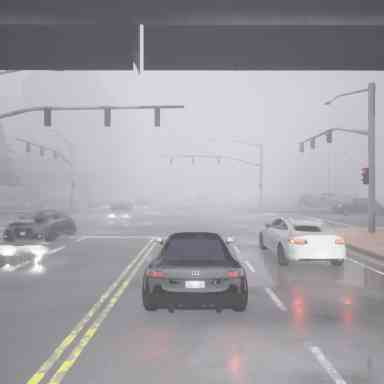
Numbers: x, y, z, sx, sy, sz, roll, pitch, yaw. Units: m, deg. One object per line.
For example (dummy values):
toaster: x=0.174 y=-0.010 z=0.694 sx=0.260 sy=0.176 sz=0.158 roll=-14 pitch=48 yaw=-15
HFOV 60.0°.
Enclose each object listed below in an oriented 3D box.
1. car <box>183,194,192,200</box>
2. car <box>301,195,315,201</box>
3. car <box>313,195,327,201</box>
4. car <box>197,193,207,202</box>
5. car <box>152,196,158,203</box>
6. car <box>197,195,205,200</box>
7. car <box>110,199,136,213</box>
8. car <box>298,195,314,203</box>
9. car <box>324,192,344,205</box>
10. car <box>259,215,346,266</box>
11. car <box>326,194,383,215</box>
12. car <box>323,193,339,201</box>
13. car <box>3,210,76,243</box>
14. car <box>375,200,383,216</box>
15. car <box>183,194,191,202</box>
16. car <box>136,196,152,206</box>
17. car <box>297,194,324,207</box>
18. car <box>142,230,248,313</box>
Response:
car: x=-1.154 y=1.351 z=86.076 sx=2.128 sy=1.511 sz=4.902 roll=0 pitch=0 yaw=0
car: x=27.918 y=1.395 z=79.974 sx=1.970 sy=1.475 sz=3.806 roll=0 pitch=0 yaw=0
car: x=30.813 y=1.364 z=79.982 sx=1.784 sy=1.438 sz=3.905 roll=0 pitch=0 yaw=0
car: x=2.405 y=1.223 z=77.031 sx=2.150 sy=2.045 sz=5.566 roll=0 pitch=0 yaw=0
car: x=-8.042 y=1.525 z=68.788 sx=1.812 sy=1.442 sz=4.674 roll=0 pitch=0 yaw=0
car: x=2.346 y=1.378 z=86.099 sx=1.994 sy=1.385 sz=4.181 roll=0 pitch=0 yaw=0
car: x=-7.884 y=1.601 z=37.529 sx=1.895 sy=1.301 sz=4.718 roll=0 pitch=0 yaw=-1
car: x=22.194 y=1.395 z=64.856 sx=1.970 sy=1.475 sz=3.806 roll=0 pitch=0 yaw=0
car: x=19.540 y=1.156 z=47.380 sx=1.905 sy=1.878 sz=3.866 roll=0 pitch=0 yaw=0
car: x=3.582 y=1.526 z=11.405 sx=1.812 sy=1.442 sz=4.674 roll=0 pitch=0 yaw=0
car: x=16.355 y=1.352 z=33.198 sx=4.553 sy=1.767 sz=2.097 roll=0 pitch=0 yaw=1
car: x=33.496 y=1.153 z=80.040 sx=1.932 sy=1.855 sz=4.605 roll=0 pitch=0 yaw=0
car: x=-7.148 y=1.564 z=16.018 sx=1.994 sy=1.385 sz=4.181 roll=0 pitch=0 yaw=0
car: x=19.151 y=1.601 z=29.667 sx=4.718 sy=1.301 sz=1.895 roll=0 pitch=0 yaw=1
car: x=-1.095 y=1.593 z=77.006 sx=1.895 sy=1.301 sz=4.718 roll=0 pitch=0 yaw=0
car: x=-8.035 y=1.477 z=53.707 sx=1.882 sy=1.535 sz=5.008 roll=0 pitch=0 yaw=0
car: x=16.646 y=1.153 z=47.426 sx=1.932 sy=1.855 sz=4.605 roll=0 pitch=0 yaw=0
car: x=0.067 y=1.564 z=7.745 sx=1.994 sy=1.385 sz=4.181 roll=0 pitch=0 yaw=0
